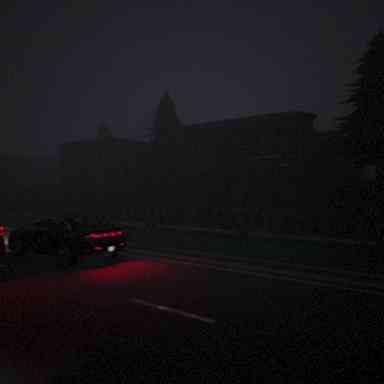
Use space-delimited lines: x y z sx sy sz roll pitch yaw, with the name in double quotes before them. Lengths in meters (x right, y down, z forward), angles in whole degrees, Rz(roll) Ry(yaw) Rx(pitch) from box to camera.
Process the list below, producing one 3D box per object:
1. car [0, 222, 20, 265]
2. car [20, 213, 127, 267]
"car" -7.308 1.199 9.162 5.566 2.045 2.150 -1 -1 36
"car" -4.374 1.477 11.358 4.902 1.511 2.128 0 0 36
